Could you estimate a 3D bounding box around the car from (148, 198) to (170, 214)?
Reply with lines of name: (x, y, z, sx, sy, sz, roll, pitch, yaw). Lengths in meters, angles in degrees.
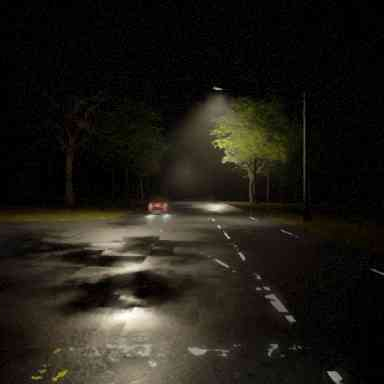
car: (-3.516, 1.419, 36.054, 2.097, 1.767, 4.553, 0, 0, 0)
